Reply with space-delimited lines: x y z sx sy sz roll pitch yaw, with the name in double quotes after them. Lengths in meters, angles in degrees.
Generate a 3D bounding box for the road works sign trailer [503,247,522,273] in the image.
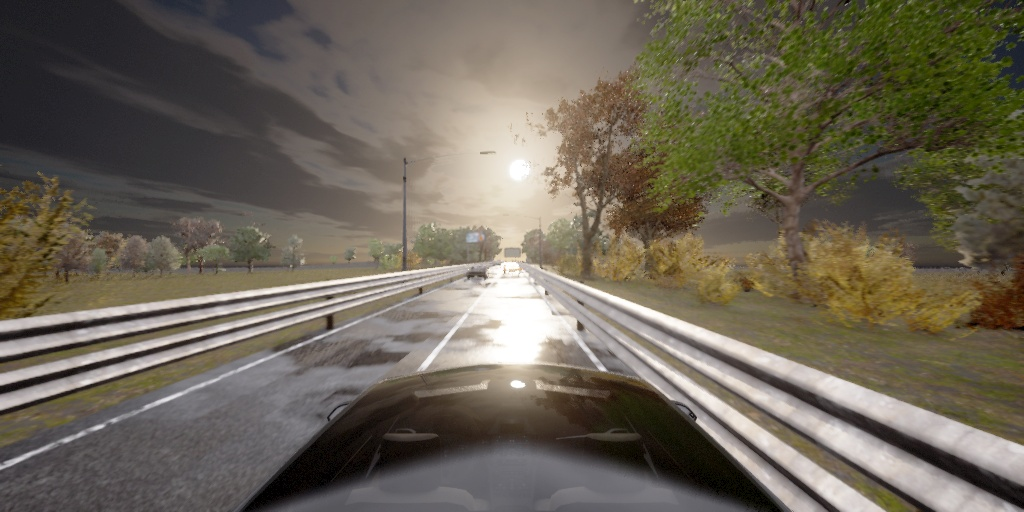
0.041 0.603 49.599 2.380 3.560 2.880 0 0 0 "road works sign trailer"

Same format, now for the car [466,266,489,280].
-3.319 1.623 35.323 1.895 1.301 4.718 0 0 0 "car"
